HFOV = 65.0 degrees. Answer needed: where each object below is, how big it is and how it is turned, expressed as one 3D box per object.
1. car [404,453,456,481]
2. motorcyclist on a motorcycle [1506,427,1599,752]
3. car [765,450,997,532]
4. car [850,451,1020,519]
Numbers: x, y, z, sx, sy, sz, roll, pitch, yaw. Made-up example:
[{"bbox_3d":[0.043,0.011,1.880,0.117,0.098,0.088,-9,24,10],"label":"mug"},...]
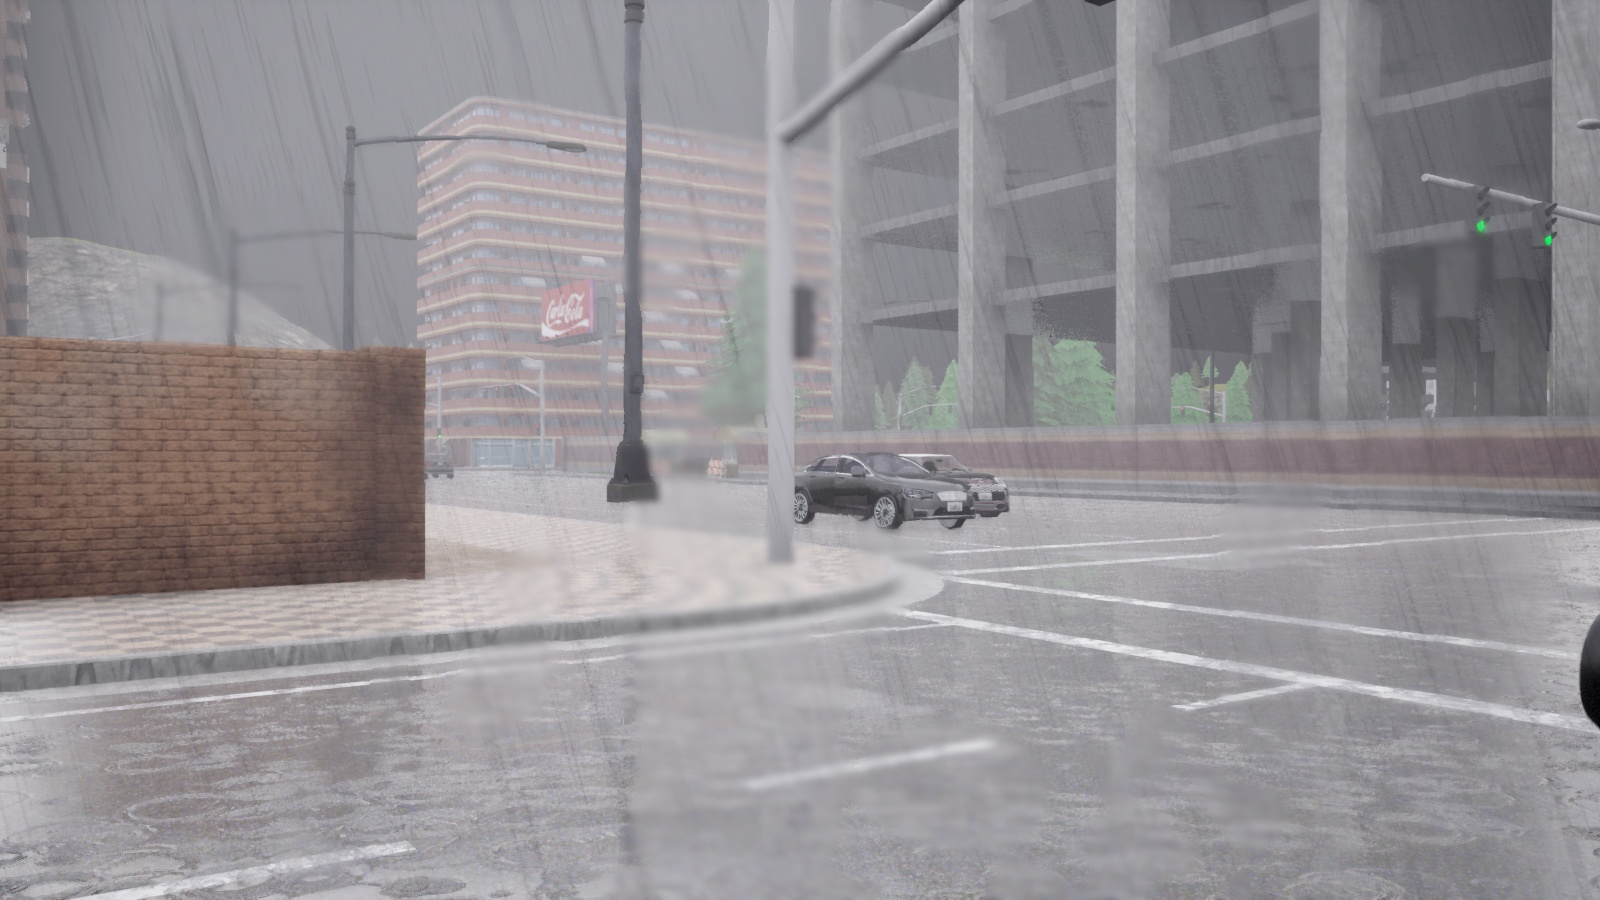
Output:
[{"bbox_3d":[-20.897,0.941,70.847,1.789,1.549,3.705,0,0,-34],"label":"car"},{"bbox_3d":[5.030,0.702,7.032,2.350,1.649,0.766,0,0,-29],"label":"motorcyclist on a motorcycle"},{"bbox_3d":[1.523,0.760,25.587,2.128,1.511,4.902,0,0,-34],"label":"car"},{"bbox_3d":[3.103,0.776,29.474,1.970,1.475,3.806,0,0,-34],"label":"car"}]
